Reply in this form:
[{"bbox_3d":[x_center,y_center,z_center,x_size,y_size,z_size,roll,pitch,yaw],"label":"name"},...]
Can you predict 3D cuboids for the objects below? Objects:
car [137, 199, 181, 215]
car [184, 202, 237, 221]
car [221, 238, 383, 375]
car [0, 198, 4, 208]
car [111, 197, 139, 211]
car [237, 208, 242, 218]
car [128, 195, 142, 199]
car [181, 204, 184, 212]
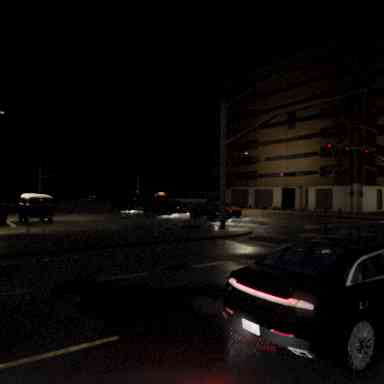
[{"bbox_3d":[-3.892,1.806,37.800,2.033,1.411,5.357,1,0,-35],"label":"car"},{"bbox_3d":[1.568,1.787,29.918,1.812,1.442,4.674,1,0,-35],"label":"car"},{"bbox_3d":[2.753,1.554,5.694,4.902,1.511,2.128,1,0,-35],"label":"car"},{"bbox_3d":[-33.077,1.245,55.439,1.932,1.855,4.605,1,0,-35],"label":"car"},{"bbox_3d":[-9.569,1.821,46.004,1.994,1.385,4.181,1,0,-35],"label":"car"},{"bbox_3d":[3.017,1.778,33.976,1.882,1.535,5.008,1,0,-35],"label":"car"},{"bbox_3d":[-12.182,1.598,68.533,2.150,2.045,5.566,1,0,-35],"label":"car"},{"bbox_3d":[-2.390,1.804,41.784,1.837,1.490,4.892,1,0,-35],"label":"car"}]
